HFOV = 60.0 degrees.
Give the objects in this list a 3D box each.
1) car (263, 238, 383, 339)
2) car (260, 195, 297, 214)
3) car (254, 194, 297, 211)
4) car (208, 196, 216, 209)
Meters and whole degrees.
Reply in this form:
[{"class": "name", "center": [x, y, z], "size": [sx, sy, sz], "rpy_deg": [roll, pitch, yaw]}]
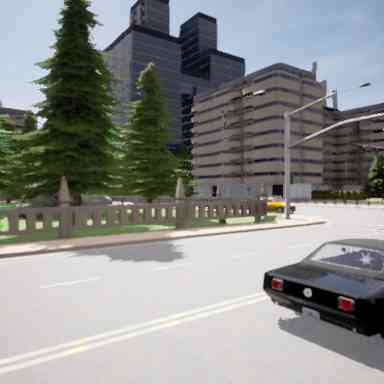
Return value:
[{"class": "car", "center": [3.632, 1.557, 6.356], "size": [4.718, 1.301, 1.895], "rpy_deg": [0, 0, -35]}, {"class": "car", "center": [8.186, 1.301, 33.500], "size": [1.882, 1.535, 5.008], "rpy_deg": [0, 0, -35]}, {"class": "car", "center": [9.416, 1.152, 37.813], "size": [2.097, 1.767, 4.553], "rpy_deg": [0, 0, -35]}, {"class": "car", "center": [2.724, 1.312, 41.190], "size": [2.128, 1.511, 4.902], "rpy_deg": [0, 0, -35]}]
